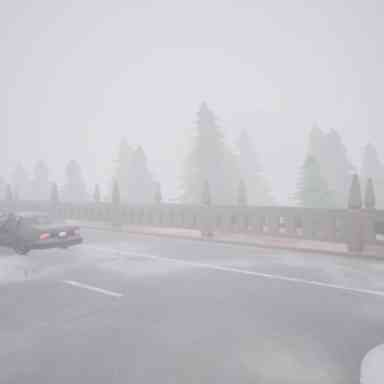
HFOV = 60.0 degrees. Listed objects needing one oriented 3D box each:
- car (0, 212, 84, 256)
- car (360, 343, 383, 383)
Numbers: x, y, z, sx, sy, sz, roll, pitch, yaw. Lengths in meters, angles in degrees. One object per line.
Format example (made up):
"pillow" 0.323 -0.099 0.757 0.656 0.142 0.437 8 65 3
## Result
"car" -6.504 1.485 12.943 5.357 1.411 2.033 0 0 36
"car" 3.377 1.534 1.584 4.674 1.442 1.812 0 0 36
